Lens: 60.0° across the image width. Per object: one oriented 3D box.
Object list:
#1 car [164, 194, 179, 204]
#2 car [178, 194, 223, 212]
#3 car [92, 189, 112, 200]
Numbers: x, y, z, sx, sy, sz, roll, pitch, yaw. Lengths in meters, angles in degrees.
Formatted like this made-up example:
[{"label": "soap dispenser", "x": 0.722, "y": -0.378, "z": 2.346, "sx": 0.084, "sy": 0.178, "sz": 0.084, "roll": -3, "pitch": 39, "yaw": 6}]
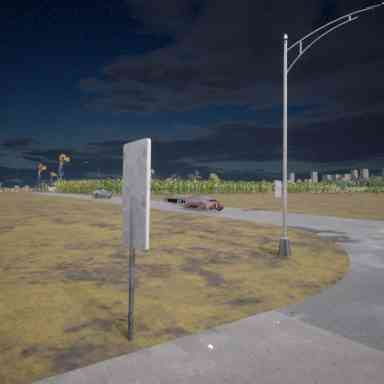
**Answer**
[{"label": "car", "x": -1.556, "y": 0.905, "z": 40.157, "sx": 1.895, "sy": 1.301, "sz": 4.718, "roll": 1, "pitch": 0, "yaw": -35}, {"label": "car", "x": 0.983, "y": 1.012, "z": 30.236, "sx": 1.994, "sy": 1.385, "sz": 4.181, "roll": 1, "pitch": 0, "yaw": -35}, {"label": "car", "x": -14.014, "y": 0.368, "z": 51.794, "sx": 1.837, "sy": 1.490, "sz": 4.892, "roll": 1, "pitch": 0, "yaw": -34}]
